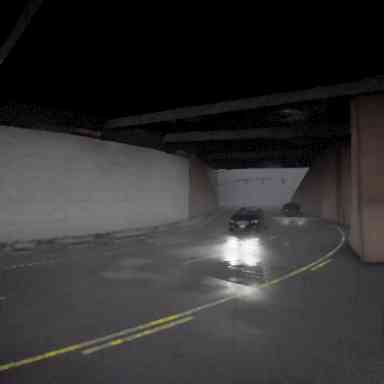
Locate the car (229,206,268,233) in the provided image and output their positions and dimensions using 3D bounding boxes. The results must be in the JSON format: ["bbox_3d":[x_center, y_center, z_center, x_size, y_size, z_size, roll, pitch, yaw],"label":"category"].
[{"bbox_3d":[3.690,1.693,21.121,2.128,1.511,4.902,0,-1,20],"label":"car"}]

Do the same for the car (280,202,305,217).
[{"bbox_3d":[10.583,1.841,35.332,1.812,1.442,4.674,0,-1,10],"label":"car"}]
